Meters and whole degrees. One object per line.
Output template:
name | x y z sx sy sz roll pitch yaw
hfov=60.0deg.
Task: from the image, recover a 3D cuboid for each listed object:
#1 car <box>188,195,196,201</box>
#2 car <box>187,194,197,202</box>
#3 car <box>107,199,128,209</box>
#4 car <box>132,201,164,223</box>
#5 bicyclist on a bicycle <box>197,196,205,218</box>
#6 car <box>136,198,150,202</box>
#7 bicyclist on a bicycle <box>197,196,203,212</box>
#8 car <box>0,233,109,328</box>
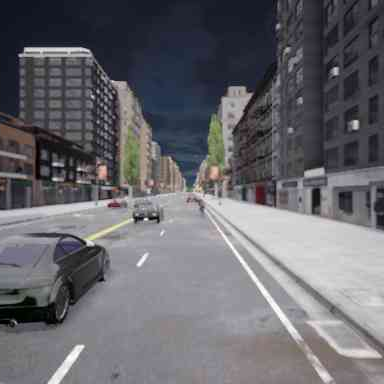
car | -0.005 1.431 84.547 1.994 1.385 4.181 0 0 0
car | -0.004 1.260 69.908 2.097 1.767 4.553 0 0 0
car | -9.827 1.549 44.130 1.895 1.301 4.718 0 0 0
car | -3.151 1.575 24.999 1.895 1.301 4.718 0 0 0
bicyclist on a bicycle | 0.891 1.422 28.758 0.582 1.620 1.656 0 0 0
car | -6.574 1.510 44.749 1.994 1.385 4.181 0 0 0
bicyclist on a bicycle | 0.891 1.327 37.892 0.659 1.776 1.843 0 0 0
car | -3.151 1.558 7.107 1.994 1.385 4.181 0 0 0
